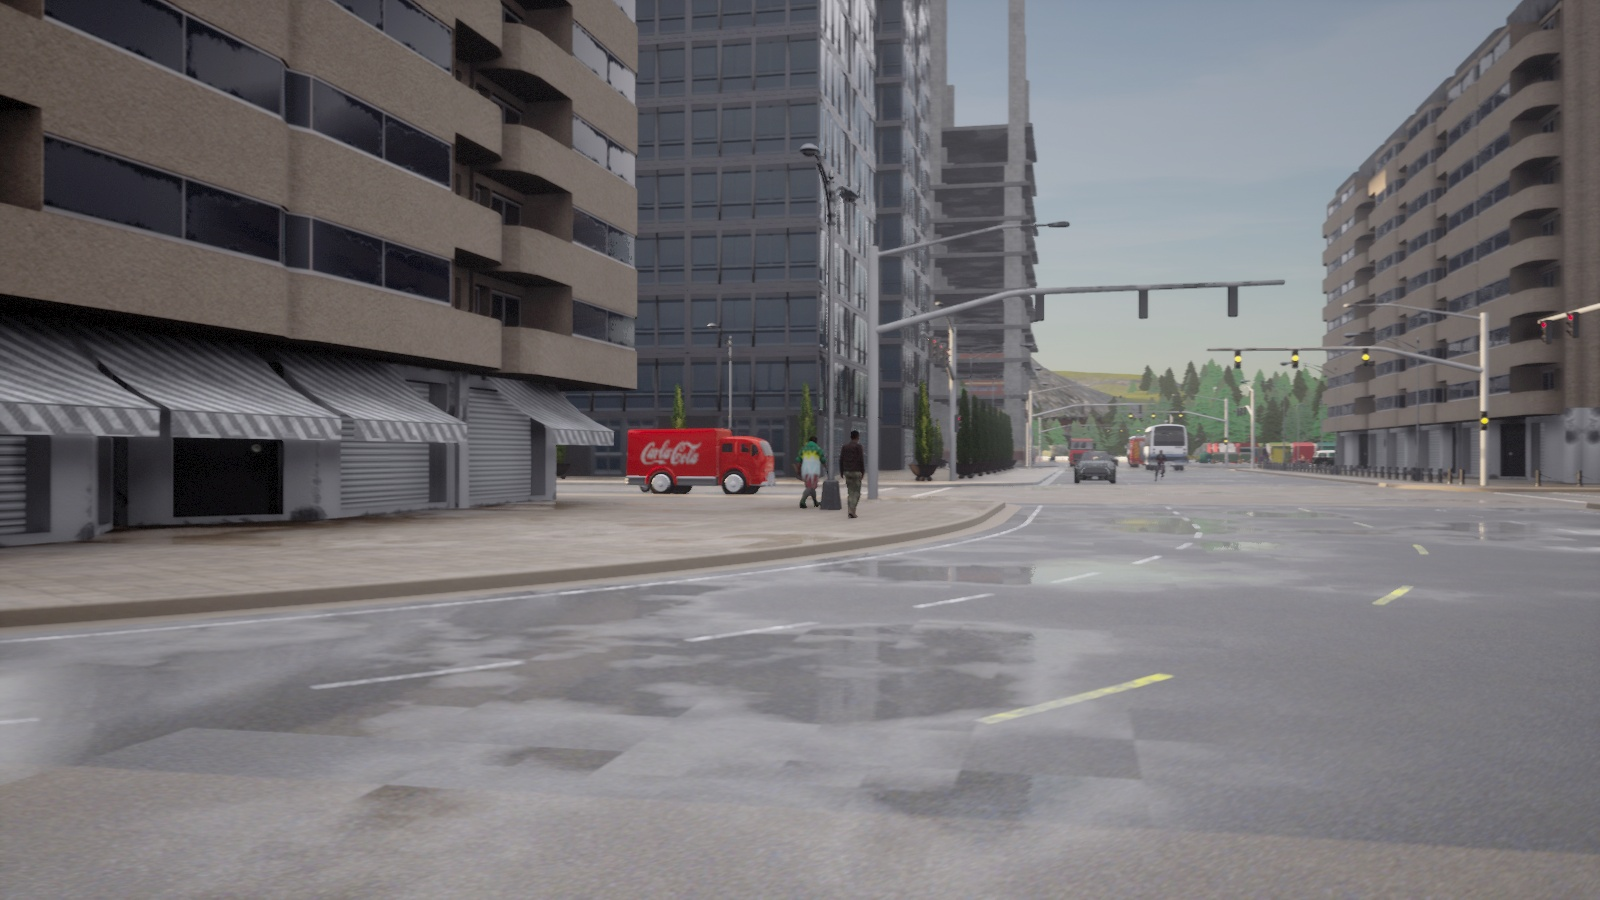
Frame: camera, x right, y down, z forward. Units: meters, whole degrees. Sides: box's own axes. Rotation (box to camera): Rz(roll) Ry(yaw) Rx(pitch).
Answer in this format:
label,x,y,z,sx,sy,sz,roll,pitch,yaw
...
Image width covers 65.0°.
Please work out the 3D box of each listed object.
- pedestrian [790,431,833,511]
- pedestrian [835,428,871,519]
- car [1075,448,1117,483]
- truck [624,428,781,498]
label,x,y,z,sx,sy,sz,roll,pitch,yaw
pedestrian,0.286,0.509,31.317,0.659,1.952,0.873,0,0,37
pedestrian,1.102,0.481,25.995,0.431,1.840,0.703,0,0,33
car,15.413,0.776,65.474,2.097,1.767,4.553,0,0,13
truck,-3.543,0.474,46.117,5.204,2.467,2.627,0,0,12
